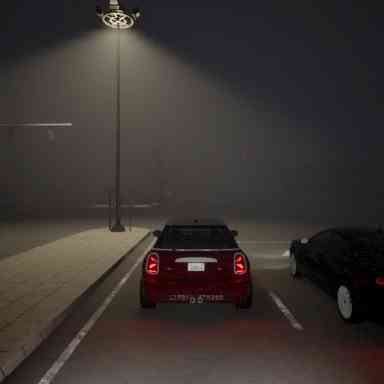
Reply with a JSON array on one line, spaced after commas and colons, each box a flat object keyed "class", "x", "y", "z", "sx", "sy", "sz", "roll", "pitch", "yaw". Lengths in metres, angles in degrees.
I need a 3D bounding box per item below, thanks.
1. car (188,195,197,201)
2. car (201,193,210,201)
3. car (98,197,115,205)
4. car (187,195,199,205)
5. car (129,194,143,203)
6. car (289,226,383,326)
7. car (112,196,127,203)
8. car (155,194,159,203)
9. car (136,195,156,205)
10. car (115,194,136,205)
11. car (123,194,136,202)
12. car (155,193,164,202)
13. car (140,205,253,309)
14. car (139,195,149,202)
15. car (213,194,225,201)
[{"class": "car", "x": 0.178, "y": 1.516, "z": 85.535, "sx": 2.128, "sy": 1.511, "sz": 4.902, "roll": 0, "pitch": 0, "yaw": 0}, {"class": "car", "x": 3.679, "y": 1.546, "z": 85.944, "sx": 1.994, "sy": 1.385, "sz": 4.181, "roll": 0, "pitch": 0, "yaw": 0}, {"class": "car", "x": -14.948, "y": 1.564, "z": 58.332, "sx": 1.994, "sy": 1.385, "sz": 4.181, "roll": 0, "pitch": 0, "yaw": 0}, {"class": "car", "x": 0.114, "y": 1.478, "z": 54.925, "sx": 1.882, "sy": 1.535, "sz": 5.008, "roll": 0, "pitch": 0, "yaw": 0}, {"class": "car", "x": -11.364, "y": 1.350, "z": 68.108, "sx": 2.097, "sy": 1.767, "sz": 4.553, "roll": 0, "pitch": 0, "yaw": 0}, {"class": "car", "x": 3.578, "y": 1.478, "z": 7.166, "sx": 1.882, "sy": 1.535, "sz": 5.008, "roll": 0, "pitch": 0, "yaw": 0}, {"class": "car", "x": -14.858, "y": 1.553, "z": 68.368, "sx": 1.994, "sy": 1.385, "sz": 4.181, "roll": 0, "pitch": 0, "yaw": 0}, {"class": "car", "x": -7.867, "y": 1.601, "z": 68.061, "sx": 1.895, "sy": 1.301, "sz": 4.718, "roll": 0, "pitch": 0, "yaw": 0}, {"class": "car", "x": -7.958, "y": 1.564, "z": 57.323, "sx": 1.994, "sy": 1.385, "sz": 4.181, "roll": 0, "pitch": 0, "yaw": 0}, {"class": "car", "x": -11.451, "y": 1.478, "z": 58.138, "sx": 1.882, "sy": 1.535, "sz": 5.008, "roll": 0, "pitch": 0, "yaw": 0}, {"class": "car", "x": -14.835, "y": 1.355, "z": 79.260, "sx": 2.097, "sy": 1.767, "sz": 4.553, "roll": 0, "pitch": 0, "yaw": 0}, {"class": "car", "x": -7.836, "y": 1.225, "z": 78.731, "sx": 2.150, "sy": 2.045, "sz": 5.566, "roll": 0, "pitch": 0, "yaw": 0}, {"class": "car", "x": 0.083, "y": 1.352, "z": 8.042, "sx": 2.097, "sy": 1.767, "sz": 4.553, "roll": 0, "pitch": 0, "yaw": 0}, {"class": "car", "x": -11.336, "y": 1.524, "z": 78.760, "sx": 1.812, "sy": 1.442, "sz": 4.674, "roll": 0, "pitch": 0, "yaw": 0}, {"class": "car", "x": 7.179, "y": 1.348, "z": 85.907, "sx": 2.097, "sy": 1.767, "sz": 4.553, "roll": 0, "pitch": 0, "yaw": 0}]
